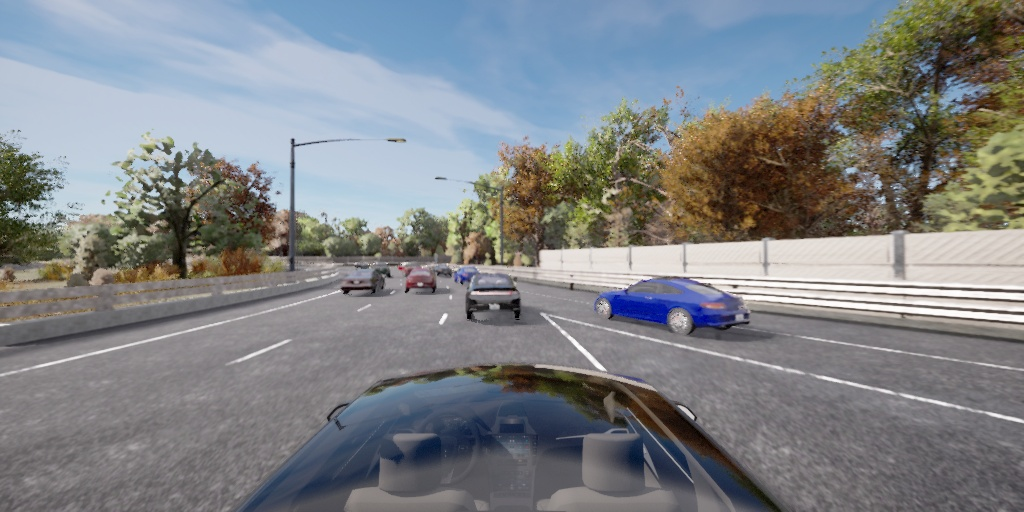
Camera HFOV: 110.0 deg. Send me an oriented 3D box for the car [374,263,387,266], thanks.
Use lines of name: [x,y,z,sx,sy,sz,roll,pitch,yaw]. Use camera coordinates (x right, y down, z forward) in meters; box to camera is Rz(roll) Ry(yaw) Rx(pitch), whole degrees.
car: [-16.019,1.635,43.553,2.097,1.767,4.553,0,-1,-23]

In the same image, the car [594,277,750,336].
car: [4.532,1.373,10.877,1.812,1.442,4.674,0,-1,-28]

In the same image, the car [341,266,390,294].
car: [-9.242,1.566,22.596,2.033,1.411,5.357,0,-1,-11]

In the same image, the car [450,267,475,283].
car: [-3.768,1.623,30.421,1.812,1.442,4.674,0,0,-18]

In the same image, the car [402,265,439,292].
car: [-5.945,1.549,23.646,1.812,1.442,4.674,0,-1,-11]

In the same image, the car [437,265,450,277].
car: [-8.658,1.797,44.130,1.812,1.442,4.674,0,-1,-22]

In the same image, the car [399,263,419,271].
car: [-12.039,1.620,43.154,2.097,1.767,4.553,0,-1,-22]

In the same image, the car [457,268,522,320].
car: [-0.771,1.381,13.375,2.128,1.511,4.902,0,-1,-6]
